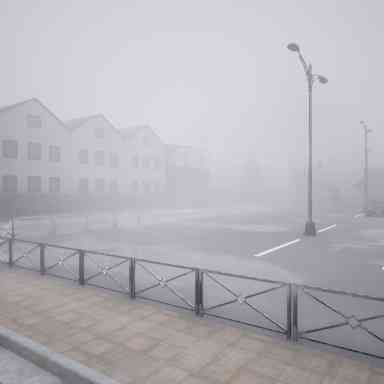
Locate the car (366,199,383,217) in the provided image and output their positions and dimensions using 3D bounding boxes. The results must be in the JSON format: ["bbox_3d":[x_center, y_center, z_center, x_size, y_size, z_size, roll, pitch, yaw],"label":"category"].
[{"bbox_3d":[15.327,1.298,26.875,2.007,1.523,4.514,0,0,35],"label":"car"}]
